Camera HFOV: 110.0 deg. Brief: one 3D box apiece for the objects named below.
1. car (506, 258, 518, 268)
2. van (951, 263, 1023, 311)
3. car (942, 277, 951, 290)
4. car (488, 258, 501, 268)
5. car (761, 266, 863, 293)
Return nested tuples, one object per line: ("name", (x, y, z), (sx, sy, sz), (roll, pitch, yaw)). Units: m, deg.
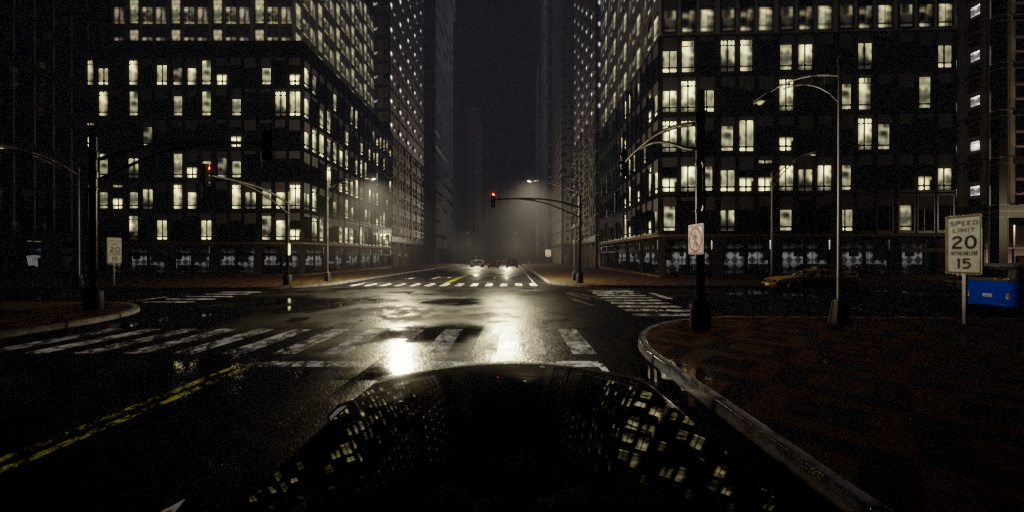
("car", (0.014, 1.212, 63.536), (2.097, 1.767, 4.553), (0, 0, 0))
("van", (18.361, 1.119, 12.390), (3.998, 1.789, 1.690), (0, 0, 2))
("car", (26.926, 1.356, 20.075), (4.207, 1.307, 1.802), (0, 0, 2))
("car", (-3.237, 1.460, 63.180), (1.895, 1.301, 4.718), (0, 0, 0))
("car", (17.092, 1.293, 20.562), (4.829, 1.417, 1.751), (0, 0, 2))
